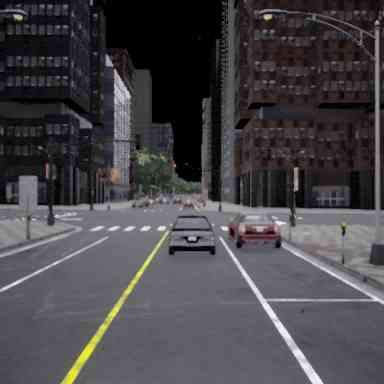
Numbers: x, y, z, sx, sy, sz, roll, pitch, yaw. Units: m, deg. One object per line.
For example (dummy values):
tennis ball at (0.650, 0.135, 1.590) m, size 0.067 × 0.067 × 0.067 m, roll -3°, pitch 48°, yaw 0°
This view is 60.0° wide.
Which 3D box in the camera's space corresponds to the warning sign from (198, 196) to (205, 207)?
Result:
warning sign at (1.713, 1.701, 60.572) m, size 1.300 × 1.860 × 1.060 m, roll 0°, pitch 0°, yaw 0°

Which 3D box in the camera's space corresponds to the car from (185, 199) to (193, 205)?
car at (-0.703, 2.342, 78.582) m, size 1.887 × 1.381 × 4.507 m, roll 0°, pitch -1°, yaw 0°

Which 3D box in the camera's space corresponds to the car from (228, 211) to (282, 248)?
car at (2.767, 1.586, 15.492) m, size 1.967 × 1.590 × 4.097 m, roll 0°, pitch -1°, yaw 0°

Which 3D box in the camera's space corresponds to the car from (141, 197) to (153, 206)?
car at (-9.134, 1.921, 62.265) m, size 2.192 × 1.841 × 5.009 m, roll 0°, pitch -1°, yaw 0°

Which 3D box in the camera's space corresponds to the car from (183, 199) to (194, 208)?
car at (-0.608, 2.046, 62.310) m, size 1.967 × 1.590 × 4.097 m, roll 0°, pitch -1°, yaw 0°

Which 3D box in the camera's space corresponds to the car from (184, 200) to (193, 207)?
car at (-0.639, 2.251, 67.732) m, size 1.802 × 1.307 × 4.206 m, roll 0°, pitch -1°, yaw 0°

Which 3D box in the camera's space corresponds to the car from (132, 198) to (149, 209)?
car at (-9.101, 2.109, 56.837) m, size 1.947 × 1.339 × 4.313 m, roll 0°, pitch -1°, yaw 0°

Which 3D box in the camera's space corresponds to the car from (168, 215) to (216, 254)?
car at (0.006, 1.680, 13.992) m, size 2.033 × 1.411 × 5.357 m, roll 0°, pitch -1°, yaw 0°

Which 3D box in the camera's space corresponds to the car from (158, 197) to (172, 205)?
car at (-6.471, 2.336, 80.102) m, size 1.812 × 1.442 × 4.674 m, roll 0°, pitch -1°, yaw 0°

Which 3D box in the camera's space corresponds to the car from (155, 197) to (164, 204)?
car at (-9.323, 2.308, 94.819) m, size 2.192 × 1.841 × 5.009 m, roll 0°, pitch -1°, yaw 0°

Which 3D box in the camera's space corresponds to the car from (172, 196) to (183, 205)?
car at (-3.481, 2.178, 81.755) m, size 2.097 × 1.767 × 4.553 m, roll 0°, pitch -1°, yaw 0°

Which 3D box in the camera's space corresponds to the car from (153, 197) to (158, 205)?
car at (-9.195, 2.256, 72.944) m, size 1.752 × 1.417 × 4.829 m, roll 0°, pitch -1°, yaw 0°

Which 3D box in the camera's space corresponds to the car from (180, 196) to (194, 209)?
car at (-0.577, 1.983, 56.885) m, size 1.967 × 1.590 × 4.097 m, roll 0°, pitch -1°, yaw 0°

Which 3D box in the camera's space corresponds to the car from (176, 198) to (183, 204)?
car at (-3.549, 2.461, 93.458) m, size 1.812 × 1.442 × 4.674 m, roll 0°, pitch -1°, yaw 0°
